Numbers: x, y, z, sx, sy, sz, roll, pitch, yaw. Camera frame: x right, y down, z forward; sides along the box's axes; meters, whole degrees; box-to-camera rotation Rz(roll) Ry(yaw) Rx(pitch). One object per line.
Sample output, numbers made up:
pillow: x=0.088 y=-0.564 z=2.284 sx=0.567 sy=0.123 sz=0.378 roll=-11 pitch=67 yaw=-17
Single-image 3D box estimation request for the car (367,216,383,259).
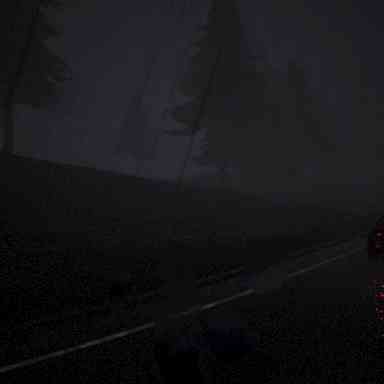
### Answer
car: x=7.563 y=1.433 z=11.373 sx=1.837 sy=1.490 sz=4.892 roll=0 pitch=0 yaw=45
